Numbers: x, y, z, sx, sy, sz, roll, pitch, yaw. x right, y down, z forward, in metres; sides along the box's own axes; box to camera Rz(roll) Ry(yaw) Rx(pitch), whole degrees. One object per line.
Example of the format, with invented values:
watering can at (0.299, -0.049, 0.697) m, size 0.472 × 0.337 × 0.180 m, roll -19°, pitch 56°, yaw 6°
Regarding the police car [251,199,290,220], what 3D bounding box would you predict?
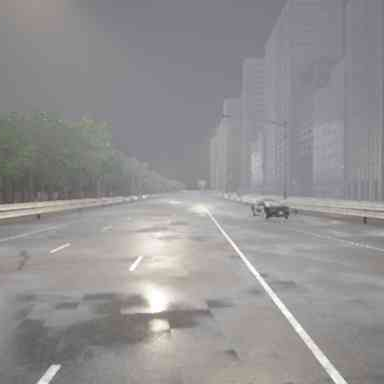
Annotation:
police car at (6.456, 1.411, 28.188) m, size 1.930 × 1.638 × 5.238 m, roll 0°, pitch 0°, yaw -9°
